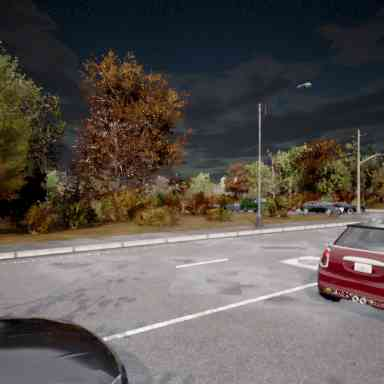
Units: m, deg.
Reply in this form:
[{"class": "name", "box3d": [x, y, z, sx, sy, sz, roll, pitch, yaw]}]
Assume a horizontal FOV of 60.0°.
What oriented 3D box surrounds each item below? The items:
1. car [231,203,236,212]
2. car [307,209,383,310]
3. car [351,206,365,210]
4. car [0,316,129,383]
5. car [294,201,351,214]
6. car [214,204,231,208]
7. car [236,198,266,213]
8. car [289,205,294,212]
[{"class": "car", "box3d": [6.876, 2.556, 54.126, 2.033, 1.411, 5.357, 0, -3, -32]}, {"class": "car", "box3d": [4.760, 1.361, 7.089, 4.553, 1.767, 2.097, 0, 0, -35]}, {"class": "car", "box3d": [17.075, 1.819, 37.782, 1.895, 1.301, 4.718, 0, -1, -32]}, {"class": "car", "box3d": [-2.733, 1.492, 1.803, 4.902, 1.511, 2.128, 0, 0, -35]}, {"class": "car", "box3d": [14.034, 1.702, 36.035, 2.128, 1.511, 4.902, 0, -1, -32]}, {"class": "car", "box3d": [3.606, 2.629, 52.763, 1.895, 1.301, 4.718, 0, -3, -32]}, {"class": "car", "box3d": [8.804, 1.761, 44.424, 2.150, 2.045, 5.566, 0, -3, -32]}, {"class": "car", "box3d": [12.088, 2.002, 45.770, 1.882, 1.535, 5.008, 0, -3, -32]}]
